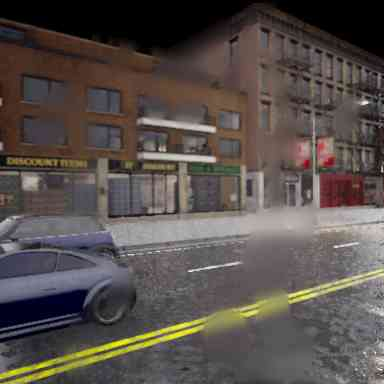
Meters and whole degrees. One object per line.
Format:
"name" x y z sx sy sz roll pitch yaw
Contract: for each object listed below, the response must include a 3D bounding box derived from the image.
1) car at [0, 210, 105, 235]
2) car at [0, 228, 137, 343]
"car" -4.262 1.356 8.618 4.553 1.767 2.097 0 0 -35
"car" -3.040 1.566 5.499 4.181 1.385 1.994 0 0 -35
